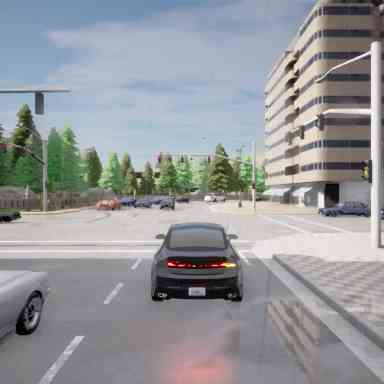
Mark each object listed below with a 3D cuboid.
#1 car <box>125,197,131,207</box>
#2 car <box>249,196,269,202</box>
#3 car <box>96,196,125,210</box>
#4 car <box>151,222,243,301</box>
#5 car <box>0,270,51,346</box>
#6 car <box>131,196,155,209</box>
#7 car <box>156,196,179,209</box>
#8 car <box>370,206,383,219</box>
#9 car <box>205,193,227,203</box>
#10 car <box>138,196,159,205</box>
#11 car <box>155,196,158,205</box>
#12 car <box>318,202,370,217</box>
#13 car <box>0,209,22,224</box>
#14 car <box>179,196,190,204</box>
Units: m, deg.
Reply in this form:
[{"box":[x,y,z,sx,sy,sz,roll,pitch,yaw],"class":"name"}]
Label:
[{"box":[-9.864,1.478,51.029,1.882,1.535,5.008,0,0,7],"class":"car"},{"box":[15.199,1.595,74.726,4.718,1.301,1.895,0,0,-33],"class":"car"},{"box":[-10.396,1.352,41.818,2.097,1.767,4.553,0,0,2],"class":"car"},{"box":[0.117,1.505,8.282,1.837,1.490,4.892,0,0,1],"class":"car"},{"box":[-3.426,1.601,3.762,1.895,1.301,4.718,0,0,0],"class":"car"},{"box":[-6.739,1.564,46.042,1.994,1.385,4.181,0,0,0],"class":"car"},{"box":[-3.199,1.547,44.768,2.033,1.411,5.357,0,0,0],"class":"car"},{"box":[17.703,1.581,27.439,4.674,1.442,1.812,0,0,0],"class":"car"},{"box":[5.052,1.222,69.925,2.150,2.045,5.566,0,0,42],"class":"car"},{"box":[-7.821,1.505,60.748,1.837,1.490,4.892,0,0,19],"class":"car"},{"box":[-5.630,1.478,55.848,1.882,1.535,5.008,0,0,14],"class":"car"},{"box":[14.607,1.603,30.949,5.357,1.411,2.033,0,0,0],"class":"car"},{"box":[-15.406,1.588,24.081,5.357,1.411,2.033,-1,0,-8],"class":"car"},{"box":[-2.197,1.478,65.331,1.882,1.535,5.008,0,0,28],"class":"car"}]
